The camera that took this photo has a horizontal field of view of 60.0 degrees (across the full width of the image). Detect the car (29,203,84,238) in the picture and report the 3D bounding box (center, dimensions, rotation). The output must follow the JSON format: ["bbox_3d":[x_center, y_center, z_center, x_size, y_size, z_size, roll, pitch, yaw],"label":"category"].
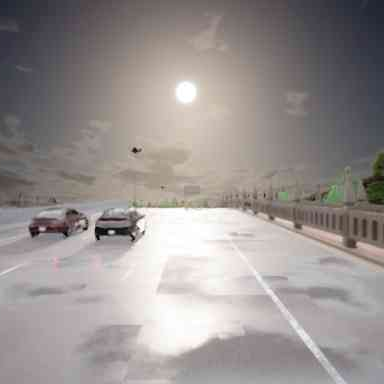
[{"bbox_3d":[-6.895,1.526,17.627,1.812,1.442,4.674,0,0,0],"label":"car"}]

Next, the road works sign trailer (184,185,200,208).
[{"bbox_3d":[0.024,0.759,51.779,2.380,3.560,2.880,0,-3,2],"label":"road works sign trailer"}]

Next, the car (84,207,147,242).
[{"bbox_3d":[-3.395,1.493,16.474,2.128,1.511,4.902,0,0,0],"label":"car"}]

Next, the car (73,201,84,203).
[{"bbox_3d":[-20.990,2.468,61.421,2.128,1.511,4.902,0,-5,0],"label":"car"}]
